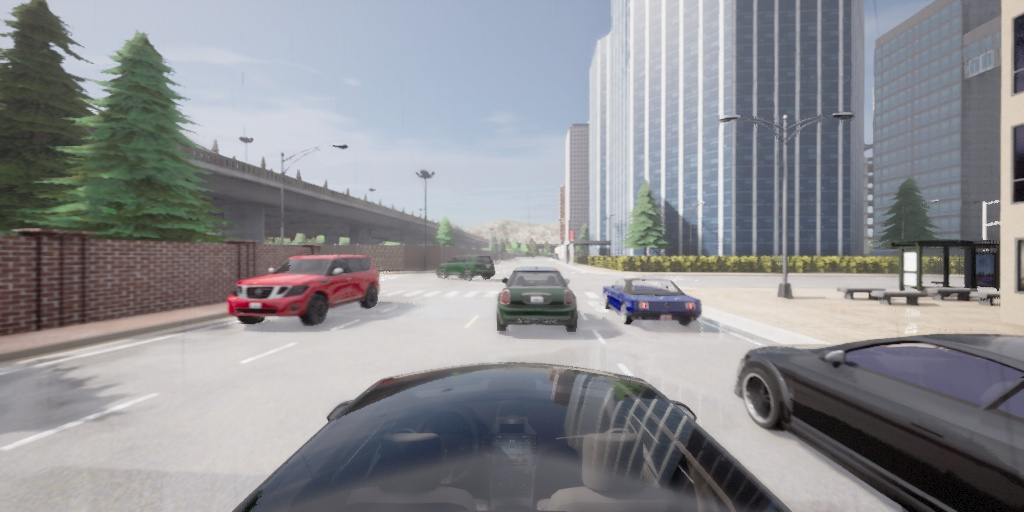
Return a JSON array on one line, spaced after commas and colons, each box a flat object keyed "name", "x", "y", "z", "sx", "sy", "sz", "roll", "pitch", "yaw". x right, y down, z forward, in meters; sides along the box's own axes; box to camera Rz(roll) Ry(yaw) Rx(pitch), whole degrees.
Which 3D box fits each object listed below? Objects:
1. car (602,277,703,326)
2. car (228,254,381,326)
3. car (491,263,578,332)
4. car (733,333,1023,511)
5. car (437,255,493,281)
[{"name": "car", "x": 4.231, "y": 1.345, "z": 11.723, "sx": 1.895, "sy": 1.301, "sz": 4.718, "roll": 0, "pitch": 0, "yaw": 4}, {"name": "car", "x": -6.424, "y": 0.949, "z": 12.030, "sx": 2.150, "sy": 2.045, "sz": 5.566, "roll": 0, "pitch": 0, "yaw": 4}, {"name": "car", "x": 0.718, "y": 1.091, "z": 10.962, "sx": 2.097, "sy": 1.767, "sz": 4.553, "roll": 0, "pitch": 0, "yaw": 3}, {"name": "car", "x": 3.837, "y": 1.320, "z": 2.931, "sx": 1.994, "sy": 1.385, "sz": 4.181, "roll": 0, "pitch": 0, "yaw": 1}, {"name": "car", "x": -3.828, "y": 0.935, "z": 29.381, "sx": 5.566, "sy": 2.045, "sz": 2.150, "roll": 0, "pitch": -1, "yaw": 43}]
